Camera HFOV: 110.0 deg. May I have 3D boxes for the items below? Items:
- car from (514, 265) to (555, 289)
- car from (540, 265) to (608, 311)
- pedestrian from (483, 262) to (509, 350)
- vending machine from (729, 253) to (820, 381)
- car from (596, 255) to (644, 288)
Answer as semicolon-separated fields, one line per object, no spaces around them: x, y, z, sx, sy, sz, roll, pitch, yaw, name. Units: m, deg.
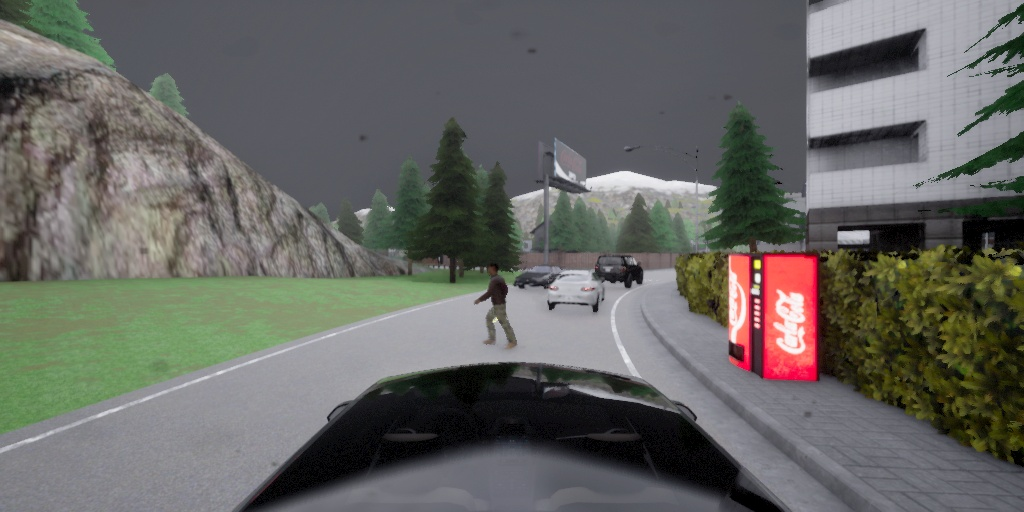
2.081;1.273;22.453;2.033;1.411;5.357;0;0;28;car
2.663;1.261;14.374;1.812;1.442;4.674;0;0;18;car
-0.334;1.037;7.673;0.375;1.860;0.375;0;0;10;pedestrian
4.207;0.940;5.859;1.100;2.100;0.880;0;0;8;vending machine
7.134;0.945;23.767;2.150;2.045;5.566;0;0;31;car
